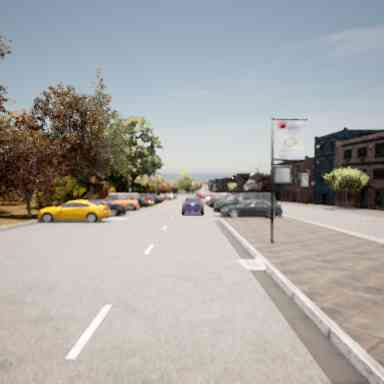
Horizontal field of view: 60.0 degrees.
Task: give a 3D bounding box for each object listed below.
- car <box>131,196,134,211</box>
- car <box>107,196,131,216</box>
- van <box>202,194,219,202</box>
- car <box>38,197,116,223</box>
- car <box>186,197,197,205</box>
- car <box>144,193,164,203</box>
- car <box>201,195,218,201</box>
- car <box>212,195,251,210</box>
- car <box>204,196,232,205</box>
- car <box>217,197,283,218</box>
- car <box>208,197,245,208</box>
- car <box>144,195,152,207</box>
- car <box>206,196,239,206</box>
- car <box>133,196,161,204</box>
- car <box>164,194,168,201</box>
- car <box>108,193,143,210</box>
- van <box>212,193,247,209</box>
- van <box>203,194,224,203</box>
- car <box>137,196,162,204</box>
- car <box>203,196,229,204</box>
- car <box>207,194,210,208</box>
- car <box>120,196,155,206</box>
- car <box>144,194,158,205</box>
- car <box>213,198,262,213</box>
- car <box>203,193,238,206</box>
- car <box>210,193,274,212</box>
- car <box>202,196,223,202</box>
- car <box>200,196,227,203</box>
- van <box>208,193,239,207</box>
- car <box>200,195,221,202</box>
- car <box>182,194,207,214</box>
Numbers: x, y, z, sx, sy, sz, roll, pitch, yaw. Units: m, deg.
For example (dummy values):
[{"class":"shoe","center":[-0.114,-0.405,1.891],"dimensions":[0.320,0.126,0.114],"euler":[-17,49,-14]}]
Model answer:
[{"class":"car","center":[-8.354,1.400,32.173],"dimensions":[4.674,1.452,2.002],"euler":[0,0,0]},{"class":"car","center":[-8.354,1.358,29.386],"dimensions":[5.008,1.535,2.097],"euler":[0,0,0]},{"class":"van","center":[4.723,1.434,85.452],"dimensions":[4.442,1.987,1.878],"euler":[0,0,0]},{"class":"car","center":[-8.340,1.365,23.818],"dimensions":[5.008,1.535,2.097],"euler":[0,0,0]},{"class":"car","center":[-0.024,1.580,57.533],"dimensions":[1.895,1.301,4.718],"euler":[0,0,0]},{"class":"car","center":[-8.380,1.222,60.020],"dimensions":[5.566,2.045,2.435],"euler":[0,0,0]},{"class":"car","center":[4.567,1.556,88.254],"dimensions":[4.553,1.767,2.185],"euler":[0,0,0]},{"class":"car","center":[4.749,1.255,40.601],"dimensions":[4.553,1.767,2.185],"euler":[0,0,0]},{"class":"car","center":[4.701,1.503,60.223],"dimensions":[4.792,1.488,2.163],"euler":[0,0,0]},{"class":"car","center":[4.738,1.361,26.590],"dimensions":[4.892,1.521,2.231],"euler":[0,0,0]},{"class":"car","center":[4.712,1.408,46.209],"dimensions":[4.892,1.521,2.231],"euler":[0,0,0]},{"class":"car","center":[-8.371,1.447,46.094],"dimensions":[4.674,1.452,2.002],"euler":[0,0,0]},{"class":"car","center":[4.699,1.432,51.815],"dimensions":[5.008,1.535,2.097],"euler":[0,0,0]},{"class":"car","center":[-8.410,1.490,62.805],"dimensions":[5.008,1.535,2.097],"euler":[0,0,0]},{"class":"car","center":[-8.400,1.277,68.375],"dimensions":[5.566,2.045,2.435],"euler":[0,0,0]},{"class":"car","center":[-8.327,1.247,37.742],"dimensions":[4.553,1.767,2.185],"euler":[0,0,0]},{"class":"van","center":[4.829,1.168,43.406],"dimensions":[4.442,1.987,1.878],"euler":[0,0,0]},{"class":"van","center":[4.752,1.346,74.240],"dimensions":[4.442,1.987,1.878],"euler":[0,0,0]},{"class":"car","center":[-8.419,1.547,65.466],"dimensions":[4.674,1.452,2.002],"euler":[0,0,0]},{"class":"car","center":[4.662,1.508,65.831],"dimensions":[5.008,1.535,2.097],"euler":[0,0,0]},{"class":"car","center":[4.694,1.120,37.801],"dimensions":[5.566,2.045,2.435],"euler":[0,0,0]},{"class":"car","center":[-8.381,1.433,51.665],"dimensions":[5.008,1.535,2.097],"euler":[0,0,0]},{"class":"car","center":[-8.194,1.417,48.880],"dimensions":[5.366,1.575,1.946],"euler":[0,0,0]},{"class":"car","center":[4.719,1.363,34.995],"dimensions":[4.892,1.521,2.231],"euler":[0,0,0]},{"class":"car","center":[4.658,1.194,54.620],"dimensions":[5.566,2.045,2.435],"euler":[0,0,0]},{"class":"car","center":[4.702,1.106,29.390],"dimensions":[5.566,2.045,2.435],"euler":[0,0,0]},{"class":"car","center":[4.657,1.624,77.041],"dimensions":[4.792,1.488,2.163],"euler":[0,0,0]},{"class":"car","center":[4.464,1.525,68.631],"dimensions":[5.366,1.575,1.946],"euler":[0,0,0]},{"class":"van","center":[4.584,1.194,49.012],"dimensions":[4.442,1.987,1.878],"euler":[0,0,0]},{"class":"car","center":[4.618,1.638,82.647],"dimensions":[5.008,1.535,2.097],"euler":[0,0,0]},{"class":"car","center":[0.082,1.232,33.087],"dimensions":[2.097,1.767,4.553],"euler":[0,0,0]}]
